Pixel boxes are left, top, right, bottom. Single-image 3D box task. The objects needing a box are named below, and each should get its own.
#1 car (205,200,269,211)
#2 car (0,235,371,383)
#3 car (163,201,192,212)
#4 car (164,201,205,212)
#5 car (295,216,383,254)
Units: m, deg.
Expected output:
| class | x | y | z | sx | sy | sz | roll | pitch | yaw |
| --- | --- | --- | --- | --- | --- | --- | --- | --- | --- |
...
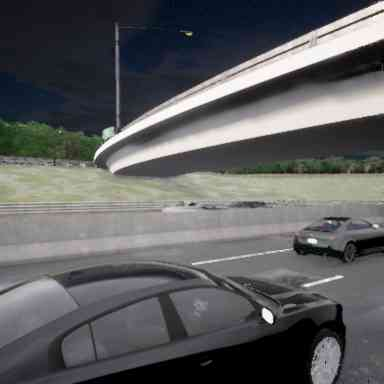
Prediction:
| class | x | y | z | sx | sy | sz | roll | pitch | yaw |
| --- | --- | --- | --- | --- | --- | --- | --- | --- | --- |
| car | 3.568 | 1.384 | 23.730 | 4.553 | 1.767 | 2.097 | 0 | 0 | -35 |
| car | -0.363 | 1.477 | 3.487 | 5.008 | 1.535 | 1.882 | 0 | 0 | -36 |
| car | -0.395 | 1.558 | 29.488 | 4.674 | 1.442 | 1.812 | 0 | 0 | -36 |
| car | 0.538 | 1.626 | 25.870 | 4.718 | 1.301 | 1.895 | 0 | 0 | -35 |
| car | 5.565 | 1.573 | 12.015 | 4.181 | 1.385 | 1.994 | 0 | 0 | -35 |
